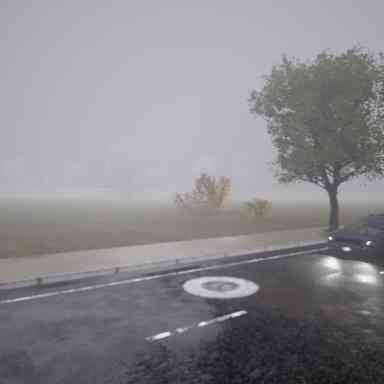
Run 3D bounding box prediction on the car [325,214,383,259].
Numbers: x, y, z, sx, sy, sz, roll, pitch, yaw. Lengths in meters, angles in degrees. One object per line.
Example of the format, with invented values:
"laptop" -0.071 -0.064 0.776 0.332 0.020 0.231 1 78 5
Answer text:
"car" 7.508 1.596 13.040 5.357 1.411 2.033 0 0 -36
